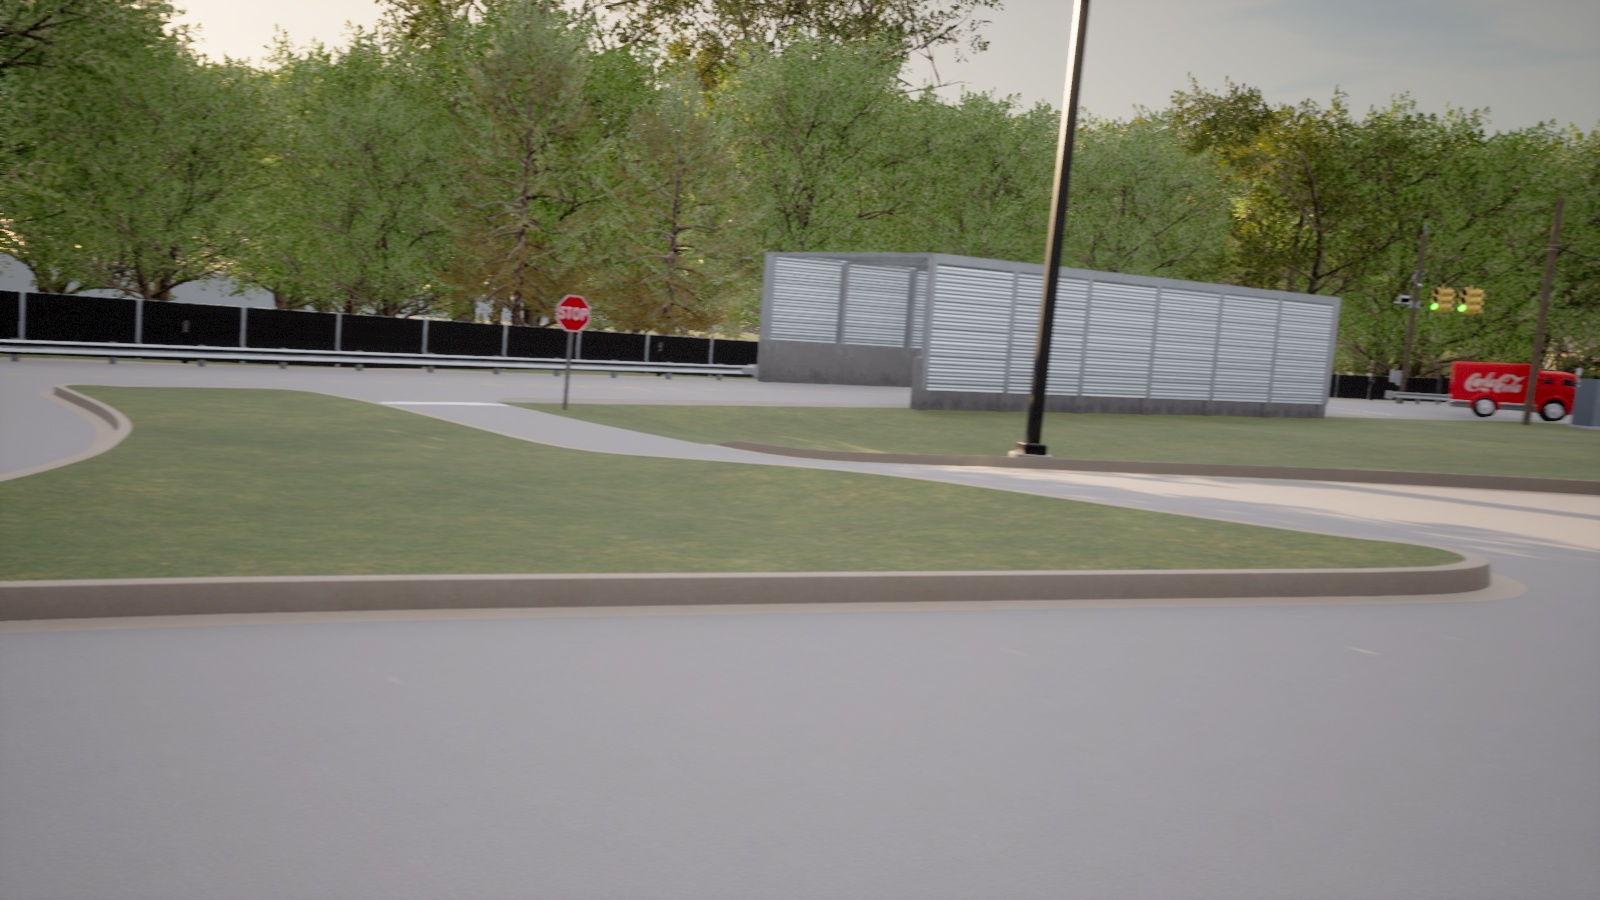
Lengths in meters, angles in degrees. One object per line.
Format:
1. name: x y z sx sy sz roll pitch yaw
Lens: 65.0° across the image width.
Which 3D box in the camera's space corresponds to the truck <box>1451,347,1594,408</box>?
1. truck: 31.957 -3.274 55.791 5.204 2.467 2.627 4 5 26
